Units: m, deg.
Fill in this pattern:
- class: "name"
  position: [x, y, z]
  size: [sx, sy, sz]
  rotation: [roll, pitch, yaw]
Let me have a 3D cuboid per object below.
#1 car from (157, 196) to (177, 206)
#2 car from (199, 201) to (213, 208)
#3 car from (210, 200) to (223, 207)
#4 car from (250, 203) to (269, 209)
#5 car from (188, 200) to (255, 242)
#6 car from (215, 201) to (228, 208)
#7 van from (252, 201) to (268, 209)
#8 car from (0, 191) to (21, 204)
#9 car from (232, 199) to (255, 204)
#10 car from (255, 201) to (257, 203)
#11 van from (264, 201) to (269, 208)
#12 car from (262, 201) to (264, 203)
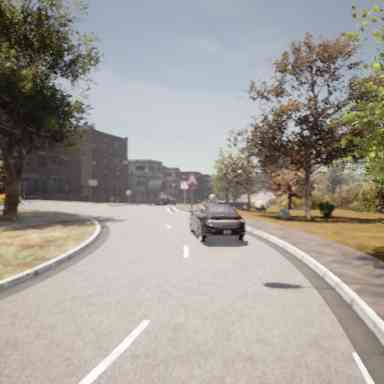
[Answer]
- class: "car"
  position: [-3.627, 1.366, 48.921]
  size: [1.837, 1.490, 4.892]
  rotation: [1, -3, 15]
- class: "car"
  position: [3.042, 2.640, 71.055]
  size: [1.994, 1.385, 4.181]
  rotation: [1, -3, 17]
- class: "car"
  position: [6.047, 2.820, 80.642]
  size: [2.097, 1.767, 4.553]
  rotation: [1, -2, 17]
- class: "car"
  position: [18.366, 3.696, 90.604]
  size: [4.892, 1.521, 2.231]
  rotation: [1, -2, 17]
- class: "car"
  position: [1.010, 1.297, 15.375]
  size: [2.128, 1.511, 4.902]
  rotation: [0, 1, -9]
- class: "car"
  position: [6.277, 2.700, 70.511]
  size: [1.994, 1.385, 4.181]
  rotation: [1, -3, 17]
- class: "van"
  position: [19.089, 3.572, 93.275]
  size: [4.442, 1.987, 1.878]
  rotation: [1, -2, 17]
- class: "car"
  position: [-22.472, 0.589, 38.786]
  size: [5.008, 1.535, 1.882]
  rotation: [3, 0, 10]
- class: "car"
  position: [7.677, 2.009, 56.465]
  size: [4.892, 1.521, 2.231]
  rotation: [1, -3, 17]
- class: "car"
  position: [8.500, 2.157, 59.090]
  size: [5.008, 1.535, 2.097]
  rotation: [1, -3, 17]
- class: "van"
  position: [16.842, 3.250, 85.320]
  size: [4.442, 1.987, 1.878]
  rotation: [1, -2, 17]
- class: "car"
  position: [12.587, 2.735, 72.224]
  size: [4.553, 1.767, 2.185]
  rotation: [1, -2, 17]
